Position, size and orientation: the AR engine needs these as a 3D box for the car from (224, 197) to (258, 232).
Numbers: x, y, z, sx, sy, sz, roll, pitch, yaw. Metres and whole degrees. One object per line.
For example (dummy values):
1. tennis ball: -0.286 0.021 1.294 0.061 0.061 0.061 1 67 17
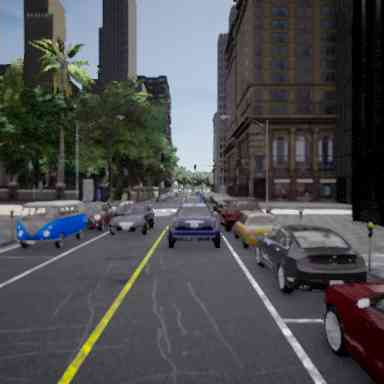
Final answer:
1. car: 2.762 1.215 19.399 2.192 1.841 5.009 0 0 0

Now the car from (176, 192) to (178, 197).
1. car: -5.750 0.812 89.229 2.192 1.841 5.009 0 0 0

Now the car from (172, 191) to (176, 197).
1. car: -5.751 0.972 83.809 1.967 1.590 4.097 0 0 0

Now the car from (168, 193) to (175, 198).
1. car: -5.748 0.988 94.481 1.752 1.417 4.829 0 0 0

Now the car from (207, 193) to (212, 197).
1. car: 2.770 1.260 56.687 1.947 1.339 4.313 0 0 0

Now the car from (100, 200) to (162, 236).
1. car: -3.084 1.399 17.957 2.128 1.511 4.902 0 0 0

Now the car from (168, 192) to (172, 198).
1. car: -5.754 1.071 67.548 1.967 1.590 4.097 0 0 0

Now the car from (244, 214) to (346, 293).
1. car: 2.761 1.507 8.550 2.008 1.369 4.403 0 0 0

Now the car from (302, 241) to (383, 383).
1. car: 2.759 1.528 3.126 1.887 1.381 4.507 0 0 0

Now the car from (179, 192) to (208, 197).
1. car: 0.107 1.190 31.431 2.097 1.767 4.553 0 1 0

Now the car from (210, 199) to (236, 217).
1. car: 2.765 1.408 30.251 1.947 1.339 4.313 0 0 0

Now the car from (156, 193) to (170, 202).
1. car: -5.754 1.214 62.129 2.008 1.369 4.403 0 0 0

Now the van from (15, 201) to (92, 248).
1. van: -5.764 1.270 13.991 1.690 1.788 3.998 0 0 0

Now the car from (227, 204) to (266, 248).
1. car: 2.762 1.453 14.145 1.752 1.417 4.829 0 0 0

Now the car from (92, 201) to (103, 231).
1. car: -5.763 1.340 19.417 1.967 1.590 4.097 0 0 0

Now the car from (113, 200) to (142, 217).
1. car: -5.760 1.424 30.271 1.802 1.307 4.206 0 0 0

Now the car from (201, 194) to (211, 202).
1. car: 2.772 1.155 67.698 1.752 1.417 4.829 0 0 0

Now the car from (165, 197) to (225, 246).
1. car: 0.105 1.275 14.860 2.097 1.767 4.553 0 0 0
